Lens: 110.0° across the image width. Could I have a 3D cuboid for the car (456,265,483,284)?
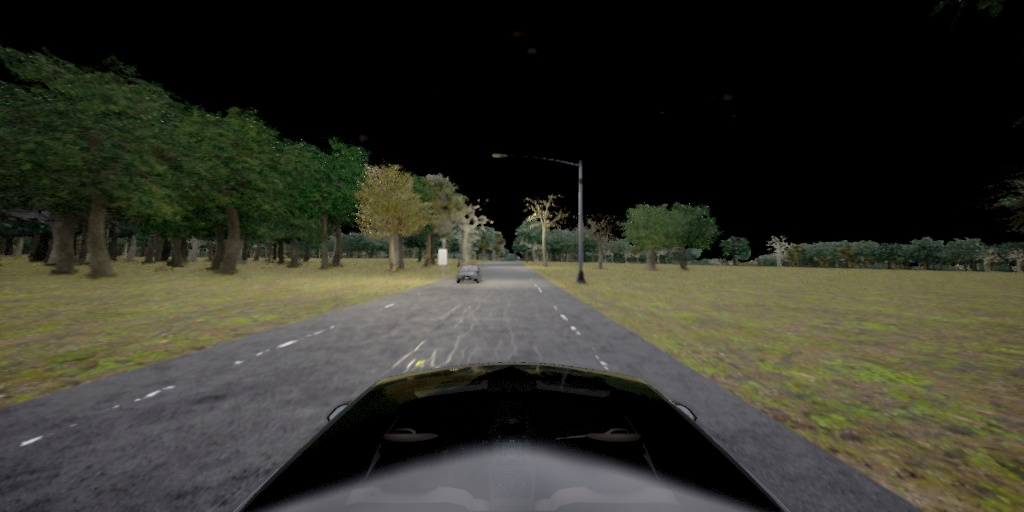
[{"bbox_3d":[-3.506,1.501,30.246,1.837,1.490,4.892,0,-1,0],"label":"car"}]
